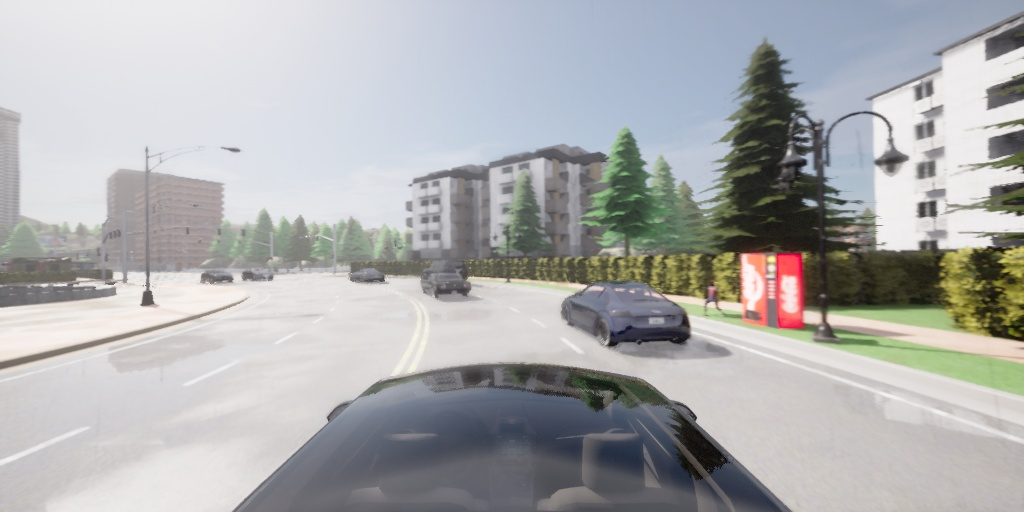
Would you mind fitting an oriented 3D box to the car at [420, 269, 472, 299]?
[{"bbox_3d":[-3.900,1.616,20.371,1.895,1.301,4.718,-1,-1,-25],"label":"car"}]

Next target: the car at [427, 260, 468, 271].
[{"bbox_3d":[-5.660,1.360,30.001,2.150,2.045,5.566,0,-1,-35],"label":"car"}]

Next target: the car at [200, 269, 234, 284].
[{"bbox_3d":[-32.147,2.200,39.058,4.892,1.490,1.837,-2,-1,34],"label":"car"}]

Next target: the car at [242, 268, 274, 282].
[{"bbox_3d":[-29.385,2.160,41.413,4.902,1.511,2.128,-2,-1,34],"label":"car"}]

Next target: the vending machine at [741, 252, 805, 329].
[{"bbox_3d":[6.874,0.906,9.476,1.100,2.100,0.880,0,0,-9],"label":"vending machine"}]

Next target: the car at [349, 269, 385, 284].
[{"bbox_3d":[-14.084,1.901,34.681,4.181,1.385,1.994,-2,-1,42],"label":"car"}]

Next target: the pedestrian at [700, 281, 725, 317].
[{"bbox_3d":[6.048,0.880,10.806,0.375,1.860,0.375,-1,-1,-10],"label":"pedestrian"}]

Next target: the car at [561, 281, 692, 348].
[{"bbox_3d":[2.715,1.346,9.464,1.994,1.385,4.181,-1,-1,-9],"label":"car"}]
